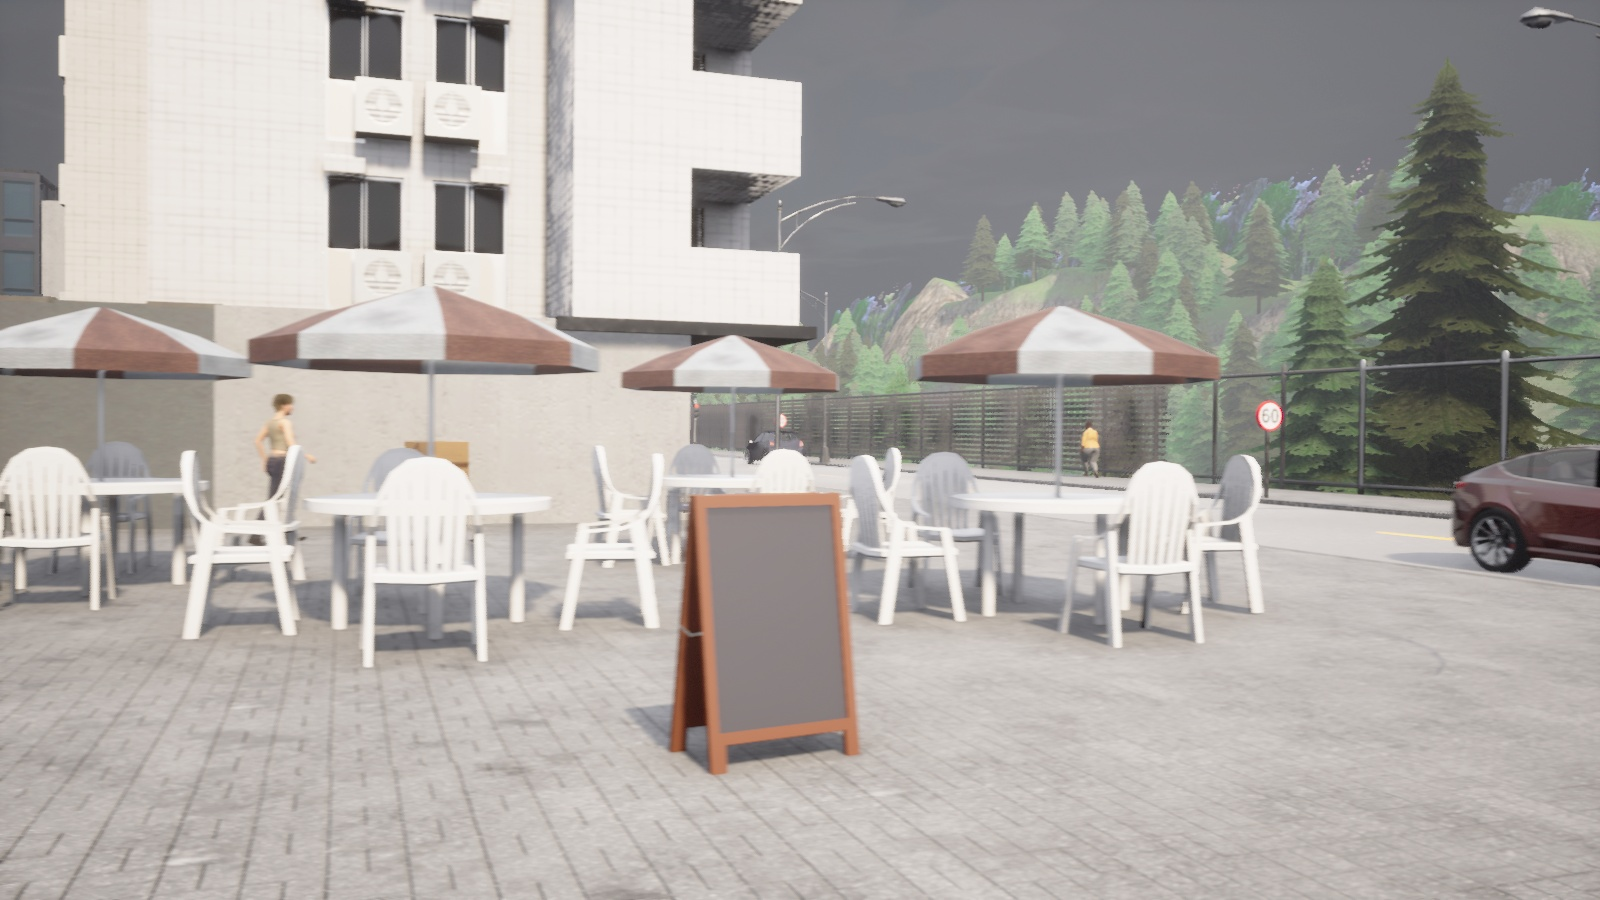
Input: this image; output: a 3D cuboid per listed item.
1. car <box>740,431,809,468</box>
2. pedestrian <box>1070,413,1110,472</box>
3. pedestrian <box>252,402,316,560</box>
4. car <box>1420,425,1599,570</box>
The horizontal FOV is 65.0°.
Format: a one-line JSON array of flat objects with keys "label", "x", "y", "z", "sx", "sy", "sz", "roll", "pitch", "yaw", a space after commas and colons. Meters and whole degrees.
[{"label": "car", "x": -1.134, "y": -0.045, "z": 53.799, "sx": 1.845, "sy": 1.501, "sz": 3.633, "roll": -1, "pitch": 1, "yaw": -20}, {"label": "pedestrian", "x": 9.282, "y": -0.242, "z": 40.192, "sx": 0.874, "sy": 1.855, "sz": 0.900, "roll": -1, "pitch": 1, "yaw": -21}, {"label": "pedestrian", "x": -6.142, "y": 0.353, "z": 14.957, "sx": 0.594, "sy": 1.836, "sz": 0.345, "roll": -1, "pitch": 1, "yaw": -42}, {"label": "car", "x": 9.318, "y": 0.482, "z": 13.266, "sx": 2.163, "sy": 1.488, "sz": 4.792, "roll": -1, "pitch": 1, "yaw": -20}]
